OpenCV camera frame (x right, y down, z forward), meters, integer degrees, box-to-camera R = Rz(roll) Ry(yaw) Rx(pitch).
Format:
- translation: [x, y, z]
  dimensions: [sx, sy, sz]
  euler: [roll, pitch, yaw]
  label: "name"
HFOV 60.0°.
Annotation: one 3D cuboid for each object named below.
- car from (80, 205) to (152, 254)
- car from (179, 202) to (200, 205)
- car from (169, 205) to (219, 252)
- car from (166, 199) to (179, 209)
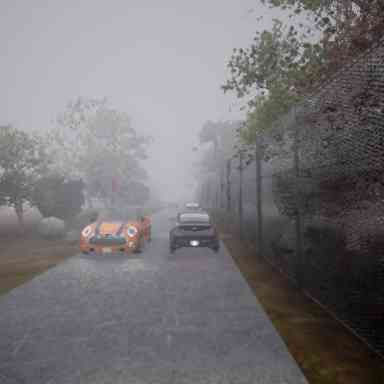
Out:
- translation: [-2.864, 1.361, 13.419]
  dimensions: [2.097, 1.767, 4.553]
  euler: [0, 0, 0]
  label: "car"
- translation: [0.033, 1.635, 30.688]
  dimensions: [1.812, 1.442, 4.674]
  euler: [0, -1, 0]
  label: "car"
- translation: [0.085, 1.514, 13.906]
  dimensions: [1.837, 1.490, 4.892]
  euler: [0, 0, 0]
  label: "car"
- translation: [-3.026, 1.992, 54.274]
  dimensions: [1.837, 1.490, 4.892]
  euler: [0, -1, 0]
  label: "car"
